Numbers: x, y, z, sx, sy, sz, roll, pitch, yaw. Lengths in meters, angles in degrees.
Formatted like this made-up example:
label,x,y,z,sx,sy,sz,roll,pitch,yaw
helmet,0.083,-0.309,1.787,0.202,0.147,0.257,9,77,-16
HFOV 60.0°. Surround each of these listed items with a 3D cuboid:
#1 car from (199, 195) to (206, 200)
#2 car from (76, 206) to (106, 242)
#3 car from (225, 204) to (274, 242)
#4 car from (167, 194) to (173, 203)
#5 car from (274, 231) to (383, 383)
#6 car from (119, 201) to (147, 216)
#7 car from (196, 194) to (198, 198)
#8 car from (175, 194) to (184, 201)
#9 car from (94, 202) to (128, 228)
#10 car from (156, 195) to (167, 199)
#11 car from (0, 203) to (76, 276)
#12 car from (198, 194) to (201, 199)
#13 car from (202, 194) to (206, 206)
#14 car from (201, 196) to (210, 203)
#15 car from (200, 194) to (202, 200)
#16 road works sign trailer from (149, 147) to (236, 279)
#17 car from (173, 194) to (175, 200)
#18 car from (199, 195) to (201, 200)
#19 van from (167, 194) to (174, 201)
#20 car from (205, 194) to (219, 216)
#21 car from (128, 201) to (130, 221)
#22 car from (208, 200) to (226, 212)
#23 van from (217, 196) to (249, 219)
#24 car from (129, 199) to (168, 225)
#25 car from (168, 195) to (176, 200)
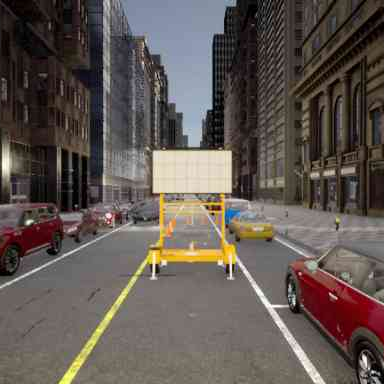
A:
label,x,y,z,sx,sy,sz,roll,pitch,yaw
car,2.860,1.588,94.548,1.887,1.381,4.507,0,0,0
car,-5.749,1.582,16.119,1.802,1.307,4.206,0,0,0
car,2.776,1.525,16.294,1.752,1.417,4.829,0,0,0
car,-5.689,1.467,72.139,1.967,1.590,4.097,0,0,0
car,2.764,1.440,4.919,1.967,1.590,4.097,0,0,0
car,-5.731,1.569,32.924,1.947,1.339,4.313,0,0,0
car,2.854,1.584,88.945,1.887,1.381,4.507,0,0,0
car,-2.911,1.582,82.023,2.033,1.411,5.357,0,0,0
car,-5.743,1.440,21.720,1.967,1.590,4.097,0,0,0
car,-5.707,1.561,55.333,1.887,1.381,4.507,0,0,0
car,-5.755,1.314,10.516,2.192,1.841,5.009,0,0,0
car,2.830,1.464,66.538,1.967,1.590,4.097,0,0,0
car,2.805,1.324,44.132,2.192,1.841,5.009,0,0,0
car,2.836,1.610,72.140,1.802,1.307,4.206,0,0,0
car,2.818,1.456,55.335,1.967,1.590,4.097,0,0,0
road works sign trailer,0.009,0.464,9.966,2.380,3.560,2.880,0,0,0
car,-5.683,1.576,77.741,1.887,1.381,4.507,0,0,0
car,2.824,1.586,60.937,1.947,1.339,4.313,0,0,0
van,-5.672,1.380,88.946,1.690,1.788,3.998,0,0,0
car,2.793,1.319,32.928,2.192,1.841,5.009,0,0,0
car,-5.737,1.552,27.323,2.008,1.369,4.403,0,0,0
car,2.800,1.588,38.530,1.802,1.307,4.206,0,0,0
van,2.782,1.342,21.725,1.690,1.788,3.998,0,0,0
car,-3.075,1.506,24.313,1.837,1.490,4.892,0,0,0
car,-5.665,1.588,94.548,1.887,1.381,4.507,0,0,0
